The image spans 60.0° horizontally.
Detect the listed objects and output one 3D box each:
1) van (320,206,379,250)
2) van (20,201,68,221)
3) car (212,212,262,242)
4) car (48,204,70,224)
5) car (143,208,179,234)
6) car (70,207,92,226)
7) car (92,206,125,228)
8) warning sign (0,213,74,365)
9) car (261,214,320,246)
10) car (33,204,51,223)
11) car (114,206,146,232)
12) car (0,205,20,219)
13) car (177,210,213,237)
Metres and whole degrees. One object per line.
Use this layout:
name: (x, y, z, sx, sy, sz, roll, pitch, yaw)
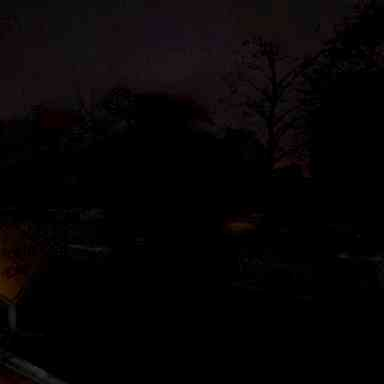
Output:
van: (8.168, 1.733, 16.809, 1.878, 1.987, 4.442, 0, -1, 36)
van: (-14.206, 1.889, 33.231, 1.878, 1.987, 4.442, 0, -1, 36)
car: (3.626, 1.985, 19.998, 1.946, 1.575, 5.366, 0, -1, 36)
car: (-9.774, 2.081, 29.884, 2.097, 1.535, 5.008, 0, -1, 36)
car: (-0.769, 2.020, 23.389, 2.231, 1.521, 4.892, 0, -1, 36)
car: (-7.521, 2.105, 28.262, 2.002, 1.452, 4.674, 0, -1, 36)
car: (-5.250, 1.924, 26.667, 2.185, 1.767, 4.553, 0, -1, 36)
warning sign: (-2.688, 1.297, 4.928, 1.060, 1.860, 1.300, -4, -1, 36)
car: (6.005, 2.004, 18.548, 2.163, 1.488, 4.792, 0, -1, 36)
car: (-12.025, 2.138, 31.509, 2.002, 1.452, 4.674, 0, -1, 36)
car: (-3.013, 2.034, 25.022, 2.097, 1.535, 5.008, 0, -1, 36)
car: (-18.793, 2.177, 36.357, 2.163, 1.488, 4.792, 0, -1, 36)
car: (1.501, 2.033, 21.795, 2.163, 1.488, 4.792, 0, -1, 36)
